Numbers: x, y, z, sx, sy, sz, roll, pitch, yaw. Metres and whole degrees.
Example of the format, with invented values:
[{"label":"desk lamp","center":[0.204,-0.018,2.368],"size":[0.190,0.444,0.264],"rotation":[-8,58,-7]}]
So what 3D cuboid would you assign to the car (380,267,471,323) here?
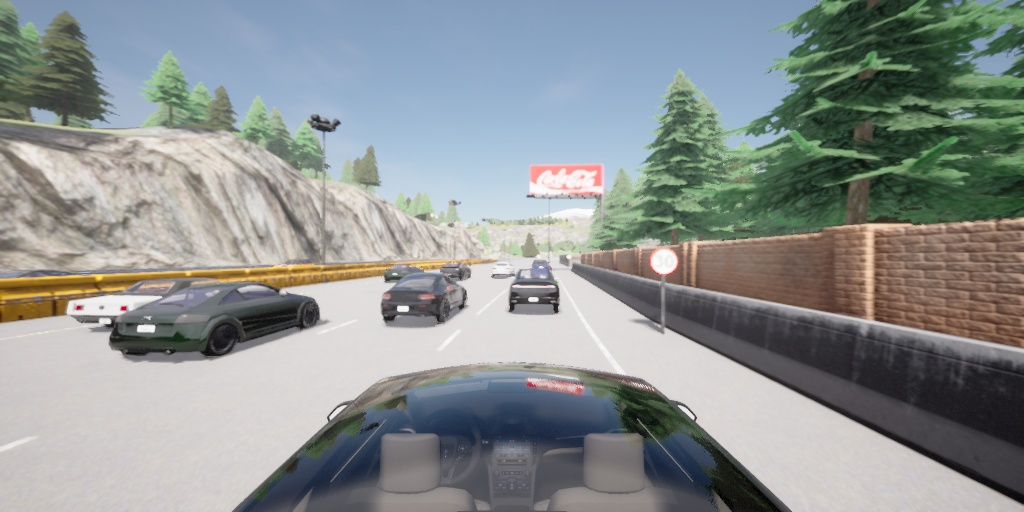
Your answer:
[{"label":"car","center":[-2.785,1.268,12.032],"size":[1.812,1.442,4.674],"rotation":[0,0,4]}]

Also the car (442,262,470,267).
[{"label":"car","center":[-4.700,1.231,30.256],"size":[2.128,1.511,4.902],"rotation":[0,0,5]}]

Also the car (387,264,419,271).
[{"label":"car","center":[-8.398,1.291,28.244],"size":[1.994,1.385,4.181],"rotation":[0,0,5]}]

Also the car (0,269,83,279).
[{"label":"car","center":[-20.329,1.249,14.981],"size":[1.994,1.385,4.181],"rotation":[0,0,4]}]

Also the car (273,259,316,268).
[{"label":"car","center":[-21.841,1.100,36.066],"size":[2.097,1.767,4.553],"rotation":[0,0,5]}]

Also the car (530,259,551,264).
[{"label":"car","center":[2.839,1.118,35.835],"size":[2.097,1.767,4.553],"rotation":[0,0,5]}]

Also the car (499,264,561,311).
[{"label":"car","center":[0.919,1.247,14.435],"size":[2.128,1.511,4.902],"rotation":[0,0,5]}]

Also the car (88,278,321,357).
[{"label":"car","center":[-6.534,1.294,8.538],"size":[1.994,1.385,4.181],"rotation":[0,0,4]}]

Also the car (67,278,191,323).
[{"label":"car","center":[-9.898,1.320,11.090],"size":[1.895,1.301,4.718],"rotation":[0,0,4]}]

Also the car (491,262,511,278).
[{"label":"car","center":[-0.811,1.279,34.510],"size":[1.812,1.442,4.674],"rotation":[0,0,5]}]
